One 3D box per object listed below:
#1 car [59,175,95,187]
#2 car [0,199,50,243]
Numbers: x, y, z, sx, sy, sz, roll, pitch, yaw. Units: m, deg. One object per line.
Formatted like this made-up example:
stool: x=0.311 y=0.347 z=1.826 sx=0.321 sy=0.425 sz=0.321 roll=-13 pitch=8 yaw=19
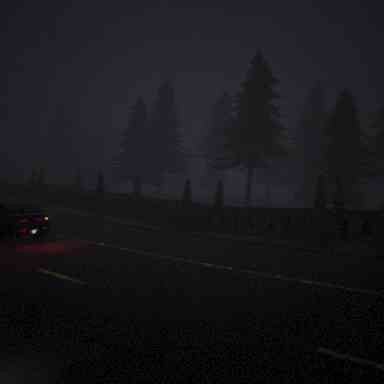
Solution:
car: x=-18.004 y=-1.710 z=52.518 sx=2.150 sy=2.045 sz=5.566 roll=6 pitch=4 yaw=37
car: x=-7.822 y=1.065 z=13.714 sx=4.892 sy=1.490 sz=1.837 roll=4 pitch=2 yaw=35
